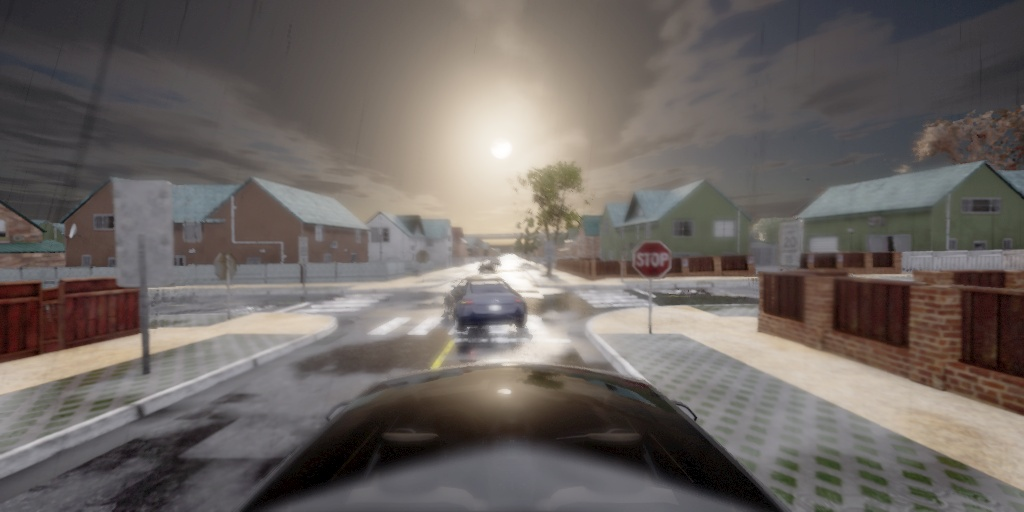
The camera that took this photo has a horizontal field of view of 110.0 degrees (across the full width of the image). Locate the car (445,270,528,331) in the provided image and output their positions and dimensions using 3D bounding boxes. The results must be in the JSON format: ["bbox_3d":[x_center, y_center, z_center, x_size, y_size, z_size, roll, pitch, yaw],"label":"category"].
[{"bbox_3d":[-0.941,1.316,11.211,1.994,1.385,4.181,0,0,-15],"label":"car"}]

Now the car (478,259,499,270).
[{"bbox_3d":[-2.891,1.329,42.599,1.895,1.301,4.718,0,0,0],"label":"car"}]

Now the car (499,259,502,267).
[{"bbox_3d":[-2.827,1.227,63.843,1.837,1.490,4.892,0,0,0],"label":"car"}]
